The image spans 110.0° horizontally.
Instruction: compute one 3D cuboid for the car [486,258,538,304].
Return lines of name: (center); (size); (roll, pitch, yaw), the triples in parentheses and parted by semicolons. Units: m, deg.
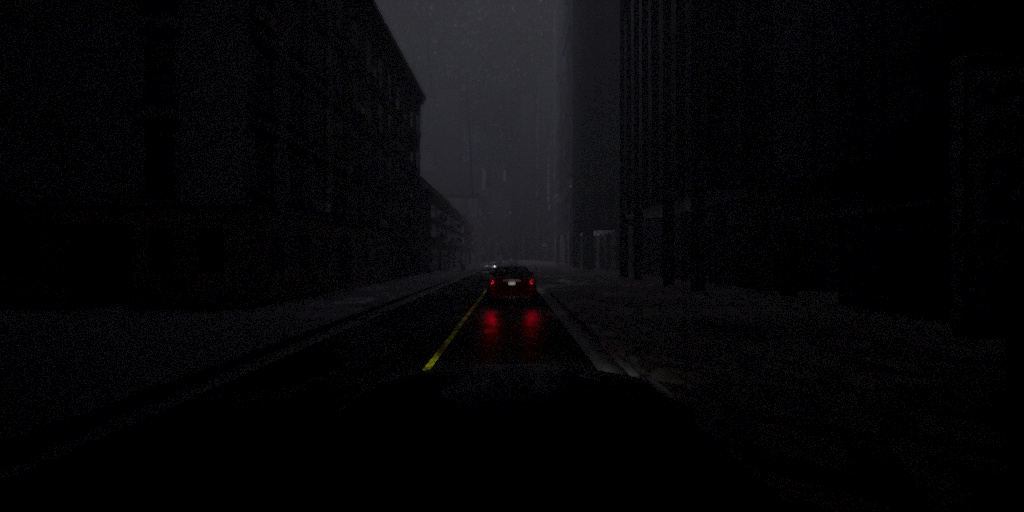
car: (0.000, 1.118, 16.470); (2.097, 1.767, 4.553); (0, 0, 0)
